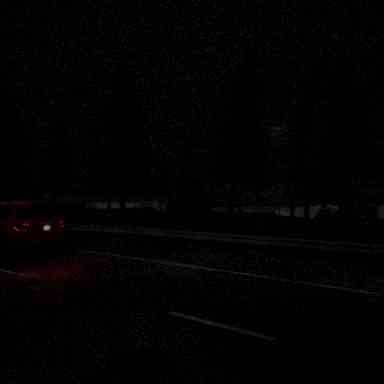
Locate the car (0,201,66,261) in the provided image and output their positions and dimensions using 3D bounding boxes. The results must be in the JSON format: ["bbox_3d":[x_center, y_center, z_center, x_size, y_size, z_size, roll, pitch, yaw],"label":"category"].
[{"bbox_3d":[-7.436,1.373,13.167,5.566,2.045,2.150,0,0,31],"label":"car"}]
